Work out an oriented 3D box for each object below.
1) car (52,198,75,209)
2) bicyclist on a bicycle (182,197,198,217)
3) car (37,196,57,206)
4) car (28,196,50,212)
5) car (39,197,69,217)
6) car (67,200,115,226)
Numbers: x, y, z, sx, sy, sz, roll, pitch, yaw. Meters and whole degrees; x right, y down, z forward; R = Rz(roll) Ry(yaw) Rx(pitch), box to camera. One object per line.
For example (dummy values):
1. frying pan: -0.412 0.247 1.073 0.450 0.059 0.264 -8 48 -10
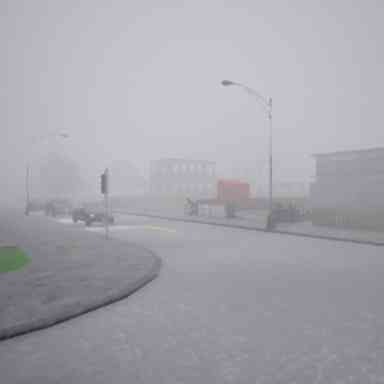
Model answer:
1. car: -17.670 1.536 45.711 1.994 1.385 4.181 0 0 -35
2. bicyclist on a bicycle: -0.192 1.290 28.434 1.656 1.620 0.582 -1 0 -35
3. car: -23.534 1.469 53.890 2.128 1.511 4.902 0 0 -35
4. car: -18.216 1.514 39.358 1.812 1.442 4.674 0 0 -35
5. car: -12.411 1.474 31.145 2.128 1.511 4.902 0 0 -35
6. car: -7.098 1.504 23.690 1.812 1.442 4.674 0 0 -36
